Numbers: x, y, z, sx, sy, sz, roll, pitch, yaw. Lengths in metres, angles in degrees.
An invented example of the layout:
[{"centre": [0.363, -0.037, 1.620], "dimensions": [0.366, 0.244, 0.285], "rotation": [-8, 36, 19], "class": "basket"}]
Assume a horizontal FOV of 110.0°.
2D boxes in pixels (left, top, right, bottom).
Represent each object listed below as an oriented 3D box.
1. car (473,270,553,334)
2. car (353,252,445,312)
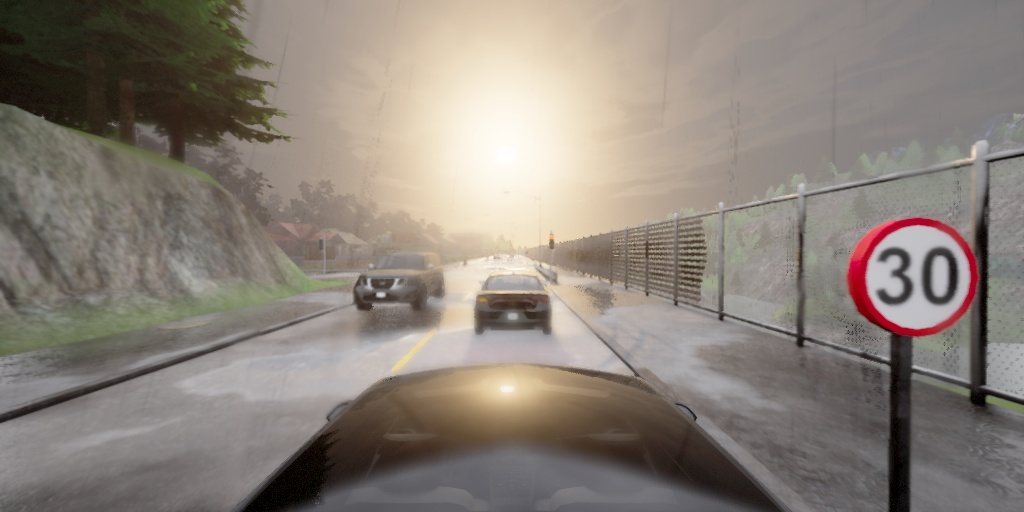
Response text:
[{"centre": [0.045, 1.136, 10.269], "dimensions": [1.882, 1.535, 5.008], "rotation": [0, 1, 1], "class": "car"}, {"centre": [-4.067, 0.843, 13.944], "dimensions": [2.150, 2.045, 5.566], "rotation": [0, 0, 0], "class": "car"}]
